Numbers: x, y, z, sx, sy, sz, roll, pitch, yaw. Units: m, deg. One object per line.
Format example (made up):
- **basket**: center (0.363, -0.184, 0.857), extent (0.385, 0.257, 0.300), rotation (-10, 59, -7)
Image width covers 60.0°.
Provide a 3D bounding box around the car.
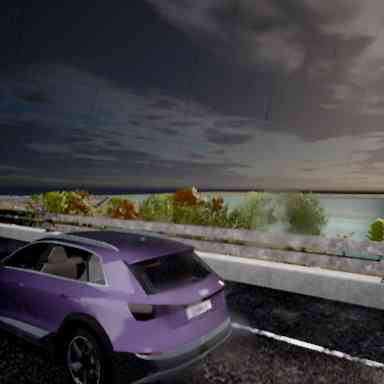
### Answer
- **car**: center (-1.734, 1.385, 5.157), extent (4.856, 1.649, 2.033), rotation (1, 0, 36)
